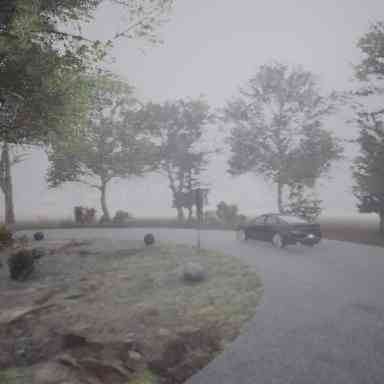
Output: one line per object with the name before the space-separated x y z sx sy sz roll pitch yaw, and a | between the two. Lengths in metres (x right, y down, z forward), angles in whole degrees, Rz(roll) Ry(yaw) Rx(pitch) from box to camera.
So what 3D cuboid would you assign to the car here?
car | 4.083 1.800 16.460 1.882 1.535 5.008 1 -2 -24
